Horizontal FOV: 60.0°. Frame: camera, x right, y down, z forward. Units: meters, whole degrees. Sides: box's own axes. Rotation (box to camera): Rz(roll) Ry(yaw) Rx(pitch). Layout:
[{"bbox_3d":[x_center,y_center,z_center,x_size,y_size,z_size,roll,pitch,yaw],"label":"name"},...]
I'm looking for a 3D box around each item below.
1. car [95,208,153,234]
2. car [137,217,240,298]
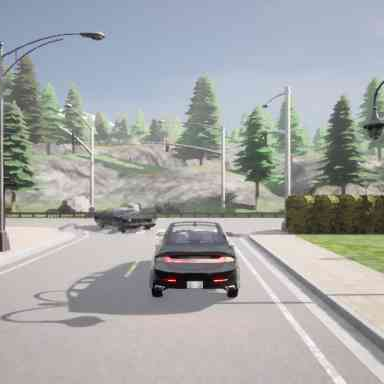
[{"bbox_3d":[-4.021,1.604,19.730,1.895,1.301,4.718,0,0,-38],"label":"car"},{"bbox_3d":[0.073,1.491,8.534,2.128,1.511,4.902,0,0,0],"label":"car"}]
